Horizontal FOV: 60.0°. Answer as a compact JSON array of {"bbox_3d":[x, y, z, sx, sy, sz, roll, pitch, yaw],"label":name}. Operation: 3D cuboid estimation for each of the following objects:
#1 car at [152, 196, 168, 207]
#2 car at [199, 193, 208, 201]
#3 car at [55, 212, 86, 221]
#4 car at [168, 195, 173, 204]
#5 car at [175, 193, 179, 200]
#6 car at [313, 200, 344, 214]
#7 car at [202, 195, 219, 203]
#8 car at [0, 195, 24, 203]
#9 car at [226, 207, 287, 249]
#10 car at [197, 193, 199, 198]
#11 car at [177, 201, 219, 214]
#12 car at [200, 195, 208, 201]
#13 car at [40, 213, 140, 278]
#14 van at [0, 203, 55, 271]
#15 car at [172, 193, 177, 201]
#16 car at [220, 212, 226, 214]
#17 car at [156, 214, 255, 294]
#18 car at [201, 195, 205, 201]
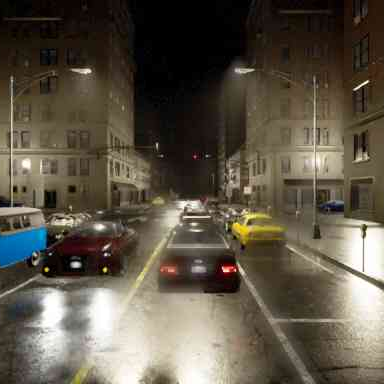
[{"bbox_3d":[-5.181,1.525,51.909,1.752,1.417,4.829,0,0,0],"label":"car"},{"bbox_3d":[2.913,1.437,69.094,1.967,1.590,4.097,0,0,0],"label":"car"},{"bbox_3d":[-5.336,1.551,14.116,2.008,1.369,4.403,0,0,0],"label":"car"},{"bbox_3d":[-5.134,1.564,63.442,1.947,1.339,4.313,0,0,0],"label":"car"},{"bbox_3d":[-5.043,1.432,86.166,1.967,1.590,4.097,0,0,0],"label":"car"},{"bbox_3d":[14.651,1.475,34.083,4.181,1.385,1.994,0,0,0],"label":"car"},{"bbox_3d":[2.822,1.551,46.367,2.008,1.369,4.403,0,0,0],"label":"car"},{"bbox_3d":[-18.276,1.316,31.214,5.566,2.045,2.150,0,0,0],"label":"car"},{"bbox_3d":[2.699,1.525,14.255,1.752,1.417,4.829,0,0,0],"label":"car"},{"bbox_3d":[2.959,1.309,80.457,2.192,1.841,5.009,0,0,0],"label":"car"},{"bbox_3d":[0.187,1.492,19.390,2.128,1.511,4.902,0,0,-2],"label":"car"},{"bbox_3d":[2.982,1.558,86.139,1.947,1.339,4.313,0,0,0],"label":"car"},{"bbox_3d":[-2.792,1.564,10.014,1.994,1.385,4.181,0,0,0],"label":"car"},{"bbox_3d":[-5.359,1.341,8.710,1.690,1.788,3.998,0,0,0],"label":"van"},{"bbox_3d":[-5.089,1.546,74.804,2.008,1.369,4.403,0,0,0],"label":"car"},{"bbox_3d":[2.715,1.551,19.491,2.008,1.369,4.403,0,0,0],"label":"car"},{"bbox_3d":[0.133,1.547,8.943,2.033,1.411,5.357,0,0,0],"label":"car"},{"bbox_3d":[2.845,1.582,52.048,1.802,1.307,4.206,0,0,0],"label":"car"}]
